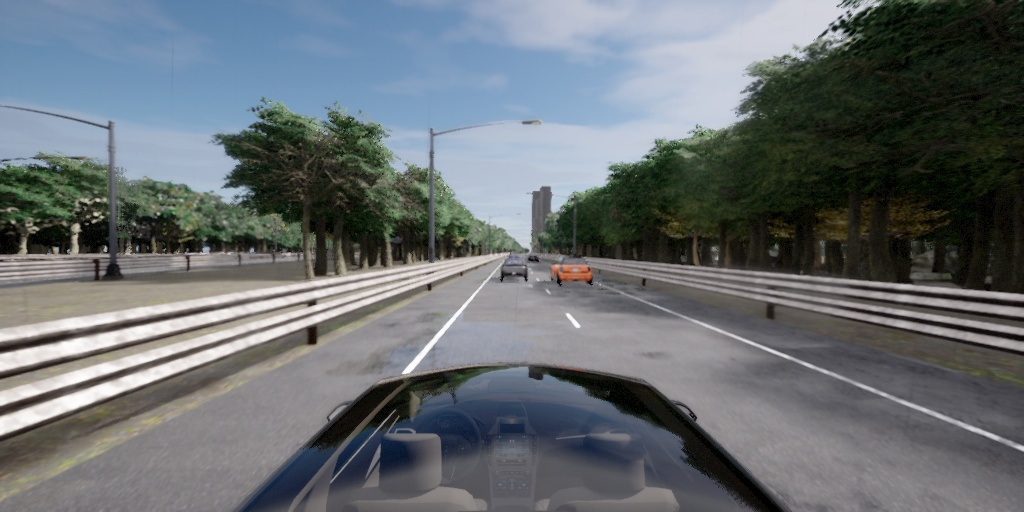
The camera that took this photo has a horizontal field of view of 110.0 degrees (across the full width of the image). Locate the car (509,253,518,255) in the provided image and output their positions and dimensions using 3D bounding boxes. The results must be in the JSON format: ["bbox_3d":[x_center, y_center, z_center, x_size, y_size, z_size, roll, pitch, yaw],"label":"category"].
[{"bbox_3d":[0.233,0.244,60.979,2.097,1.767,4.553,0,1,0],"label":"car"}]

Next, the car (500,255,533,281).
[{"bbox_3d":[0.149,0.882,25.592,2.128,1.511,4.902,0,1,0],"label":"car"}]

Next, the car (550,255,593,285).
[{"bbox_3d":[3.640,0.791,22.664,2.097,1.767,4.553,0,1,0],"label":"car"}]
